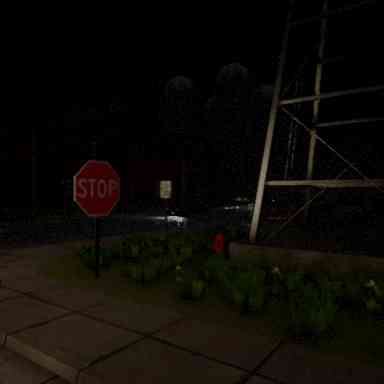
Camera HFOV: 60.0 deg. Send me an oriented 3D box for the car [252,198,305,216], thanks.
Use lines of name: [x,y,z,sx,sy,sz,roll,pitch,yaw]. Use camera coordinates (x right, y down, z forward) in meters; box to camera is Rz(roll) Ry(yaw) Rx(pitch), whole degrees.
car: [7.192,1.485,28.160,4.193,1.474,1.816,0,0,35]

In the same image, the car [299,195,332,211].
car: [14.425,1.291,39.552,3.866,1.878,1.905,0,0,35]

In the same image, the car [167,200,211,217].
car: [-0.218,1.508,31.799,2.033,1.411,5.357,0,0,35]

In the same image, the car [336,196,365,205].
car: [28.248,1.460,59.424,4.611,1.667,2.242,0,0,35]

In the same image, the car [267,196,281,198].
car: [11.960,1.312,49.347,2.097,1.767,4.553,0,0,35]
